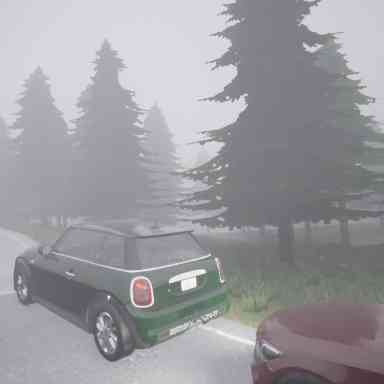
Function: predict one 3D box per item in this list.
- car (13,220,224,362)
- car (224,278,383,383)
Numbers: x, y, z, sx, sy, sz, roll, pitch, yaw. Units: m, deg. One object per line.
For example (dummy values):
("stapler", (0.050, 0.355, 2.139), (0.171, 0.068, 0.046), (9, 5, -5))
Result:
("car", (-1.576, 1.309, 6.208), (4.553, 1.767, 2.097), (1, 1, 44))
("car", (2.757, 1.532, 2.592), (4.674, 1.442, 1.812), (1, 0, 36))
